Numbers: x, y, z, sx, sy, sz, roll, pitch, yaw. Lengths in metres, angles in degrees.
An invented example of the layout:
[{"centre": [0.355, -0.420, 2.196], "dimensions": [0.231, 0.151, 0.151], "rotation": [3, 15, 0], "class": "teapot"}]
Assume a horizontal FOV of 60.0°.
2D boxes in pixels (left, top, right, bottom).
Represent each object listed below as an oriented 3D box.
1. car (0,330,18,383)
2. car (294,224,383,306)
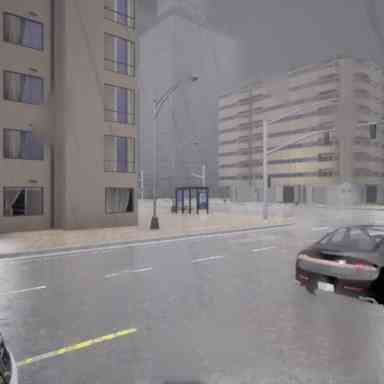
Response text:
[{"centre": [-3.816, 1.222, 1.325], "dimensions": [5.566, 2.045, 2.150], "rotation": [0, 0, -32], "class": "car"}, {"centre": [4.300, 1.492, 7.513], "dimensions": [4.902, 1.511, 2.128], "rotation": [0, 0, -39], "class": "car"}]
